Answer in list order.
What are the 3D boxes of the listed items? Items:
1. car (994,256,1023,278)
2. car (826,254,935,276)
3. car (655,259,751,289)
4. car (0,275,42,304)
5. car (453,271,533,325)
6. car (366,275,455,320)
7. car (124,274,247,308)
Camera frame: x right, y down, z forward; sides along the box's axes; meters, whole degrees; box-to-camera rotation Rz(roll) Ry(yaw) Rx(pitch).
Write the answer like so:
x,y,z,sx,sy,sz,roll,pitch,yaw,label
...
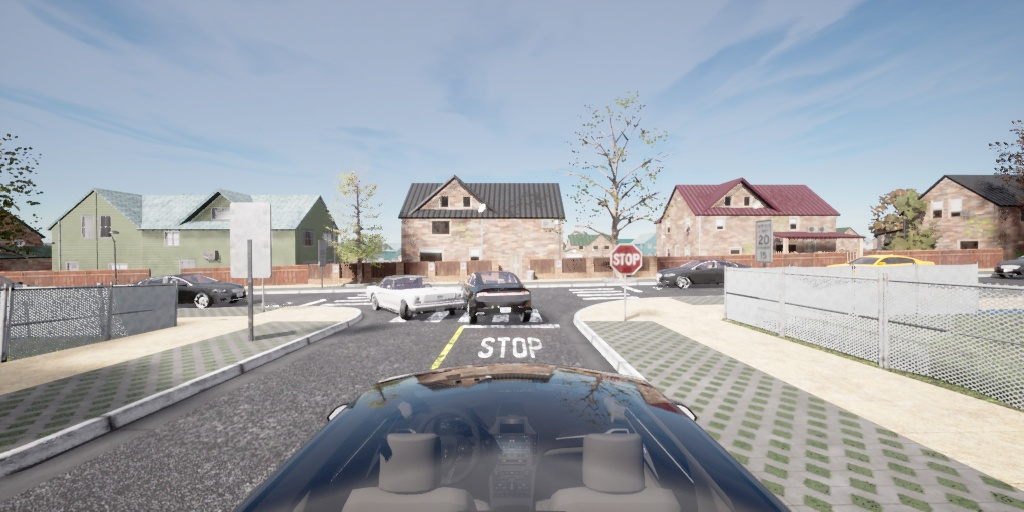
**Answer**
x,y,z,sx,sy,sz,roll,pitch,yaw,label
29.396,0.478,19.470,4.902,1.511,2.128,-1,1,0,car
19.771,0.690,19.439,5.008,1.535,1.882,-1,1,0,car
10.341,0.925,19.408,4.902,1.511,2.128,-1,1,0,car
-24.231,1.648,16.333,4.553,1.767,2.097,-1,1,0,car
-0.679,1.242,12.005,2.128,1.511,4.902,0,0,-12,car
-3.596,1.367,12.866,1.895,1.301,4.718,0,0,-38,car
-14.894,1.566,16.368,4.902,1.511,2.128,-1,1,0,car
